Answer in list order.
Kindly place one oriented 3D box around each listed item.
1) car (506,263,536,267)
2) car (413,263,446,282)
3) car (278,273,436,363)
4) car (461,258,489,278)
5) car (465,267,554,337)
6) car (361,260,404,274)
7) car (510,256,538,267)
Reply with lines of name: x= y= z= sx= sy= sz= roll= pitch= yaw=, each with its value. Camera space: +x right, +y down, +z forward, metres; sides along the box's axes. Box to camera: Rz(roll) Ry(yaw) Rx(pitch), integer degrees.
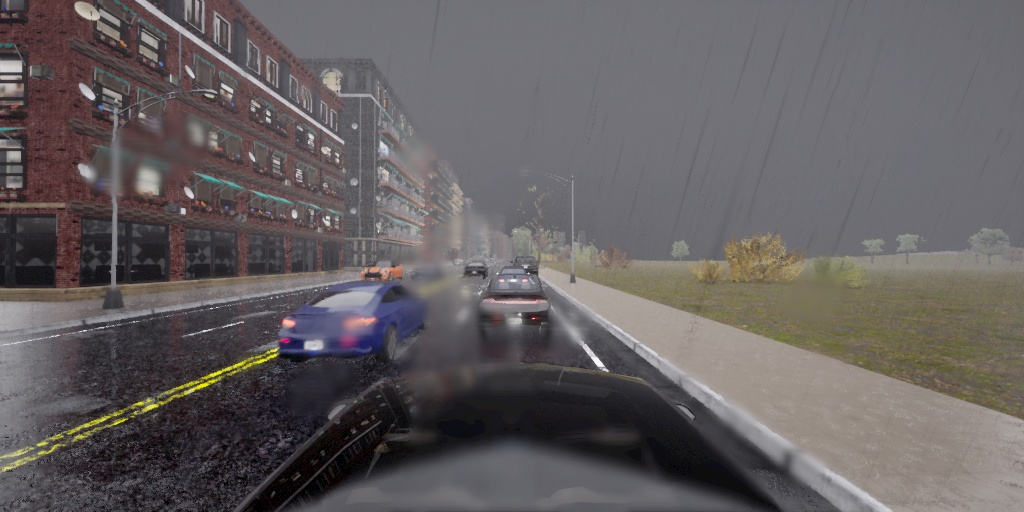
car: x=0.065 y=1.300 z=20.785 sx=2.033 sy=1.411 sz=5.357 roll=0 pitch=0 yaw=0
car: x=-6.659 y=1.301 z=29.207 sx=2.033 sy=1.411 sz=5.357 roll=0 pitch=0 yaw=0
car: x=-3.163 y=1.277 z=8.050 sx=1.812 sy=1.442 sz=4.674 roll=0 pitch=0 yaw=0
car: x=-3.215 y=1.231 z=33.147 sx=1.882 sy=1.535 sz=5.008 roll=0 pitch=0 yaw=0
car: x=0.083 y=1.243 z=10.345 sx=2.128 sy=1.511 sz=4.902 roll=0 pitch=0 yaw=0
car: x=-9.905 y=1.105 z=27.724 sx=2.097 sy=1.767 sz=4.553 roll=0 pitch=0 yaw=0
car: x=1.076 y=0.978 z=30.997 sx=2.150 sy=2.045 sz=5.566 roll=0 pitch=0 yaw=0
